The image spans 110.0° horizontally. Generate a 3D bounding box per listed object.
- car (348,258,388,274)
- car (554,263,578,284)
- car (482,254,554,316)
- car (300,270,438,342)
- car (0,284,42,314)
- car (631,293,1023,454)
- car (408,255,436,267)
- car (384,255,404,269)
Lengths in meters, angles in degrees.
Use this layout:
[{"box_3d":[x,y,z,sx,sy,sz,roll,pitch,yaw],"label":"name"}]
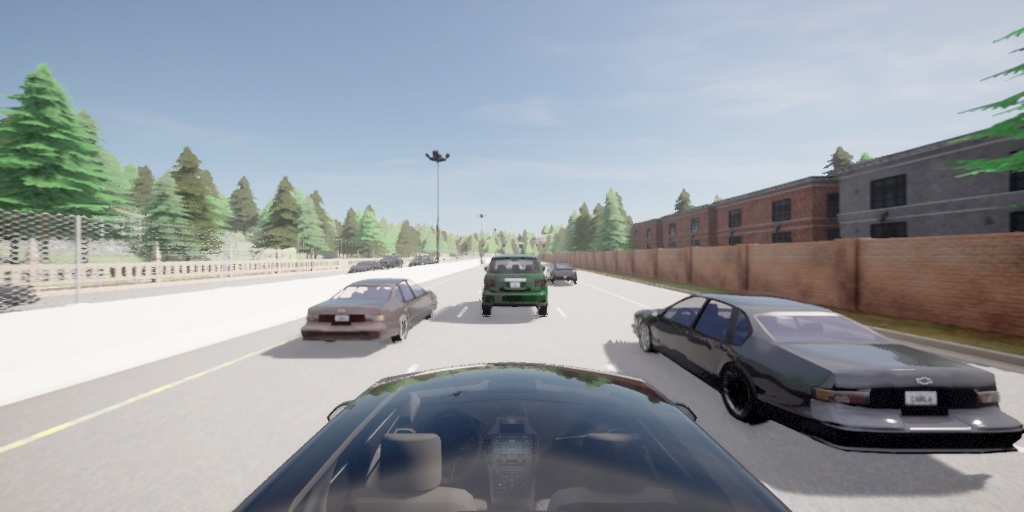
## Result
[{"box_3d":[-14.076,1.233,34.808,1.837,1.490,4.892,0,0,0],"label":"car"},{"box_3d":[3.593,1.225,26.453,2.128,1.511,4.902,0,0,0],"label":"car"},{"box_3d":[0.096,0.964,13.416,2.150,2.045,5.566,0,0,0],"label":"car"},{"box_3d":[-3.403,1.292,9.685,2.033,1.411,5.357,0,0,0],"label":"car"},{"box_3d":[-17.603,1.290,10.228,2.033,1.411,5.357,0,0,0],"label":"car"},{"box_3d":[3.599,1.295,5.669,2.033,1.411,5.357,0,0,0],"label":"car"},{"box_3d":[-10.553,0.945,42.450,2.150,2.045,5.566,0,0,0],"label":"car"},{"box_3d":[-17.570,0.928,52.412,2.150,2.045,5.566,0,0,0],"label":"car"}]
